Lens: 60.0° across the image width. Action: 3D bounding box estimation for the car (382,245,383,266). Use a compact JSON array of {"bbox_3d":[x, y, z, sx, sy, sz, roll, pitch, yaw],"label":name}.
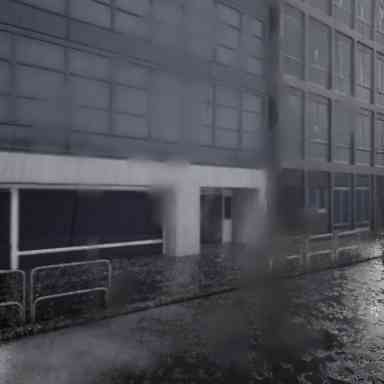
[{"bbox_3d":[7.706,1.594,10.142,5.008,1.535,1.882,1,-1,-36],"label":"car"}]
